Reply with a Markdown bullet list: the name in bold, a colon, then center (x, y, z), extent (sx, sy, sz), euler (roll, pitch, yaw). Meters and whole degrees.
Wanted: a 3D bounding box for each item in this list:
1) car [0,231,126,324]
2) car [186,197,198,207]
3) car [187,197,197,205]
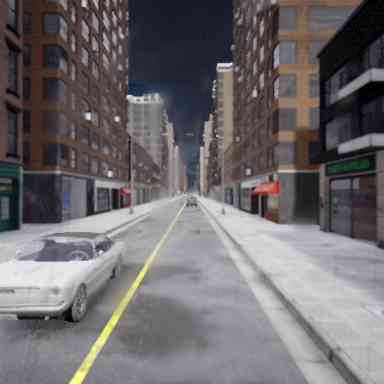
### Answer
- **car**: center (-2.826, 1.615, 7.316), extent (1.895, 1.301, 4.718), euler (0, 0, 0)
- **car**: center (-0.006, 1.654, 53.554), extent (2.033, 1.411, 5.357), euler (0, 0, 0)
- **car**: center (-0.007, 1.655, 63.974), extent (1.812, 1.442, 4.674), euler (0, 0, 0)
